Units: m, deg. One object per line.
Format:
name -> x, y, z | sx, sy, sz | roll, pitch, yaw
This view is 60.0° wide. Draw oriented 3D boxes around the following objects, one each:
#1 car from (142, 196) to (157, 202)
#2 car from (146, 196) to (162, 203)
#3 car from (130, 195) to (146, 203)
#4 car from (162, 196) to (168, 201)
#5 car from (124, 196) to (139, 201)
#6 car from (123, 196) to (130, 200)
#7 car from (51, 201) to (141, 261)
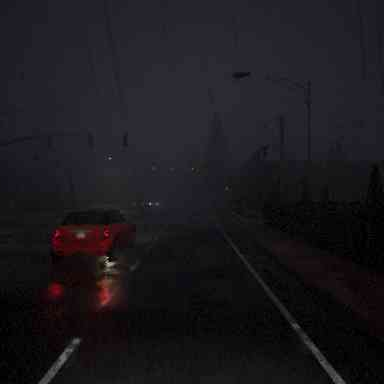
car -> -11.101, 1.701, 87.013 | 1.837, 1.490, 4.892 | 0, 0, -35
car -> -8.671, 1.766, 73.824 | 1.895, 1.301, 4.718 | 0, 0, -16
car -> -11.687, 1.644, 71.726 | 1.882, 1.535, 5.008 | 0, 0, -16
car -> -8.260, 1.731, 89.052 | 2.128, 1.511, 4.902 | 0, 0, -35
car -> -15.948, 1.691, 87.778 | 1.837, 1.490, 4.892 | 0, 0, -38
car -> -18.813, 1.339, 85.760 | 2.128, 1.511, 4.902 | 0, 0, -38
car -> -3.458, 1.381, 12.540 | 2.097, 1.767, 4.553 | 0, 0, 1
